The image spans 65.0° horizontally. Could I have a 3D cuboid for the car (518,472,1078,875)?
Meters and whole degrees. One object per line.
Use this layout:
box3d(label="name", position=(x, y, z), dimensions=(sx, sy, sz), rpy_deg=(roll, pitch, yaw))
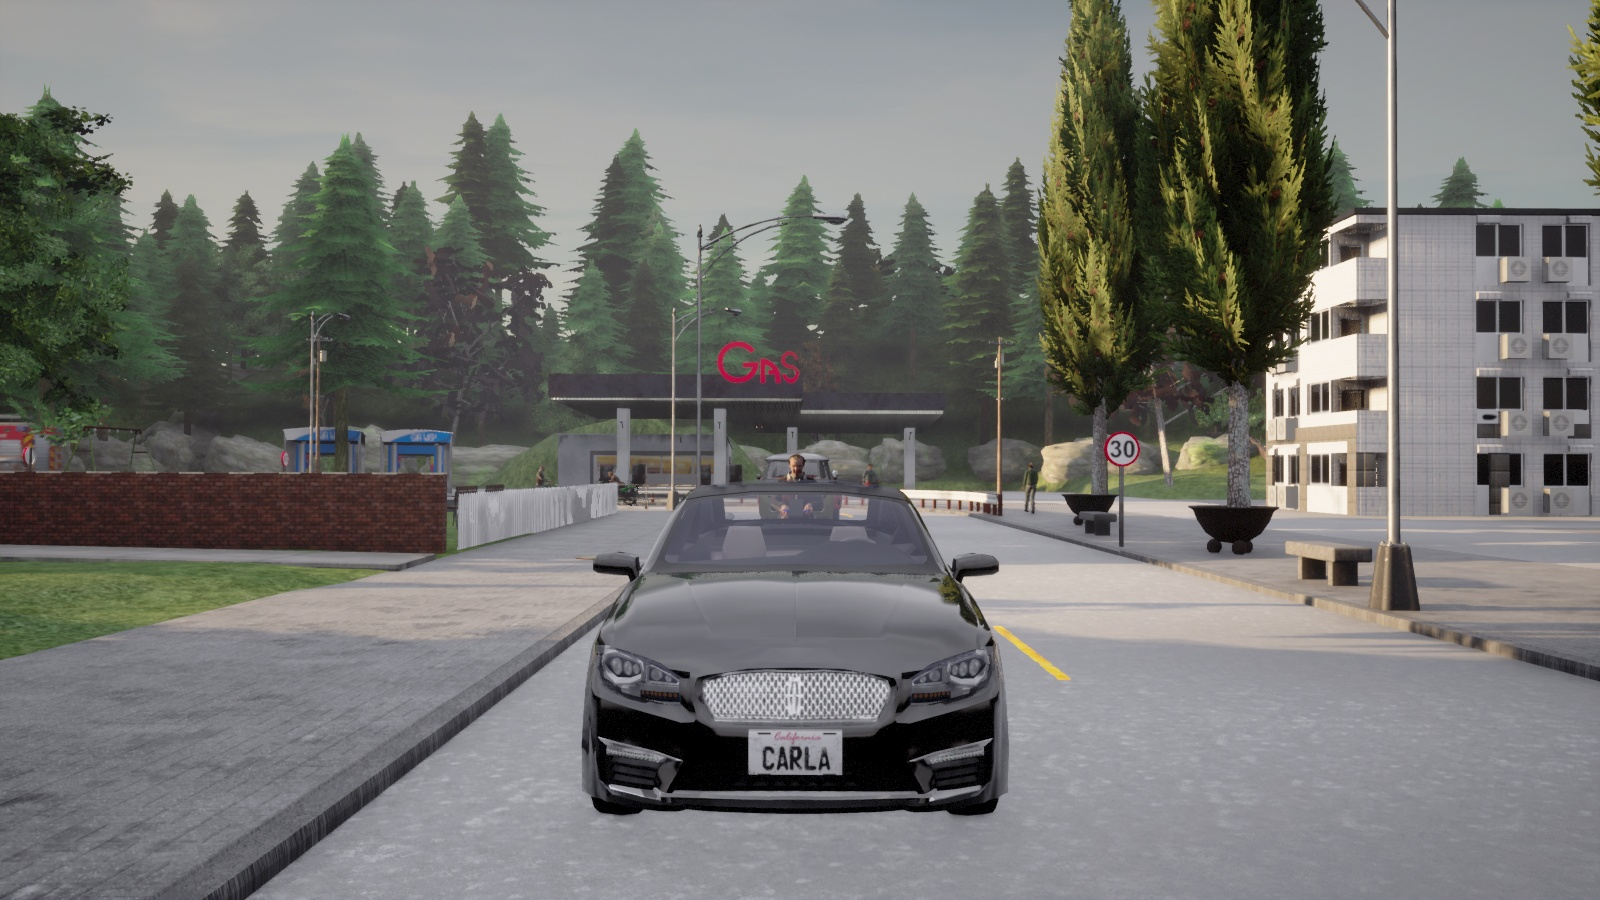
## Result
box3d(label="car", position=(-0.017, 0.892, 7.230), dimensions=(2.128, 1.511, 4.902), rpy_deg=(0, -1, 0))

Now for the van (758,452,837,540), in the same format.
box3d(label="van", position=(-0.066, 1.082, 30.718), dimensions=(1.775, 1.987, 4.442), rpy_deg=(0, -1, 0))

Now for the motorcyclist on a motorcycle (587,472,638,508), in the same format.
box3d(label="motorcyclist on a motorcycle", position=(-8.080, 1.736, 54.136), dimensions=(2.044, 1.523, 0.797), rpy_deg=(0, 0, 6))

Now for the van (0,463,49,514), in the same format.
box3d(label="van", position=(-32.725, 1.537, 50.106), dimensions=(4.442, 1.987, 1.775), rpy_deg=(0, -1, 0))

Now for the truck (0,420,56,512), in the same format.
box3d(label="truck", position=(-37.159, 0.705, 54.102), dimensions=(8.468, 3.827, 2.891), rpy_deg=(0, -1, 0))

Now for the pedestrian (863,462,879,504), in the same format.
box3d(label="pedestrian", position=(3.079, 1.429, 54.750), dimensions=(0.353, 1.847, 0.614), rpy_deg=(1, -1, -39))

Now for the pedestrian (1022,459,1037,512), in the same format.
box3d(label="pedestrian", position=(8.047, 1.230, 44.063), dimensions=(0.353, 1.847, 0.614), rpy_deg=(0, -1, -3))
